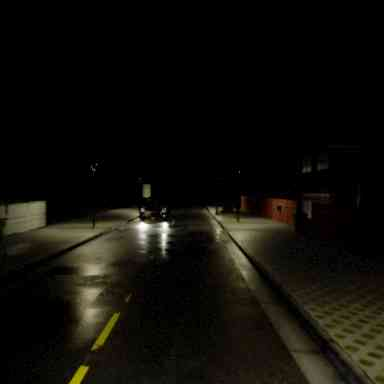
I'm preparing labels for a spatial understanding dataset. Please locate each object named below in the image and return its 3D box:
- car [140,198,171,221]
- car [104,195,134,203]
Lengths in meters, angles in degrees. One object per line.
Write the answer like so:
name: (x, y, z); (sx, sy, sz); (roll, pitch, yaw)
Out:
car: (-2.842, 1.315, 26.420); (2.097, 1.767, 4.553); (0, 0, 0)
car: (-12.217, 1.318, 55.602); (4.892, 1.490, 1.837); (3, -1, -20)
